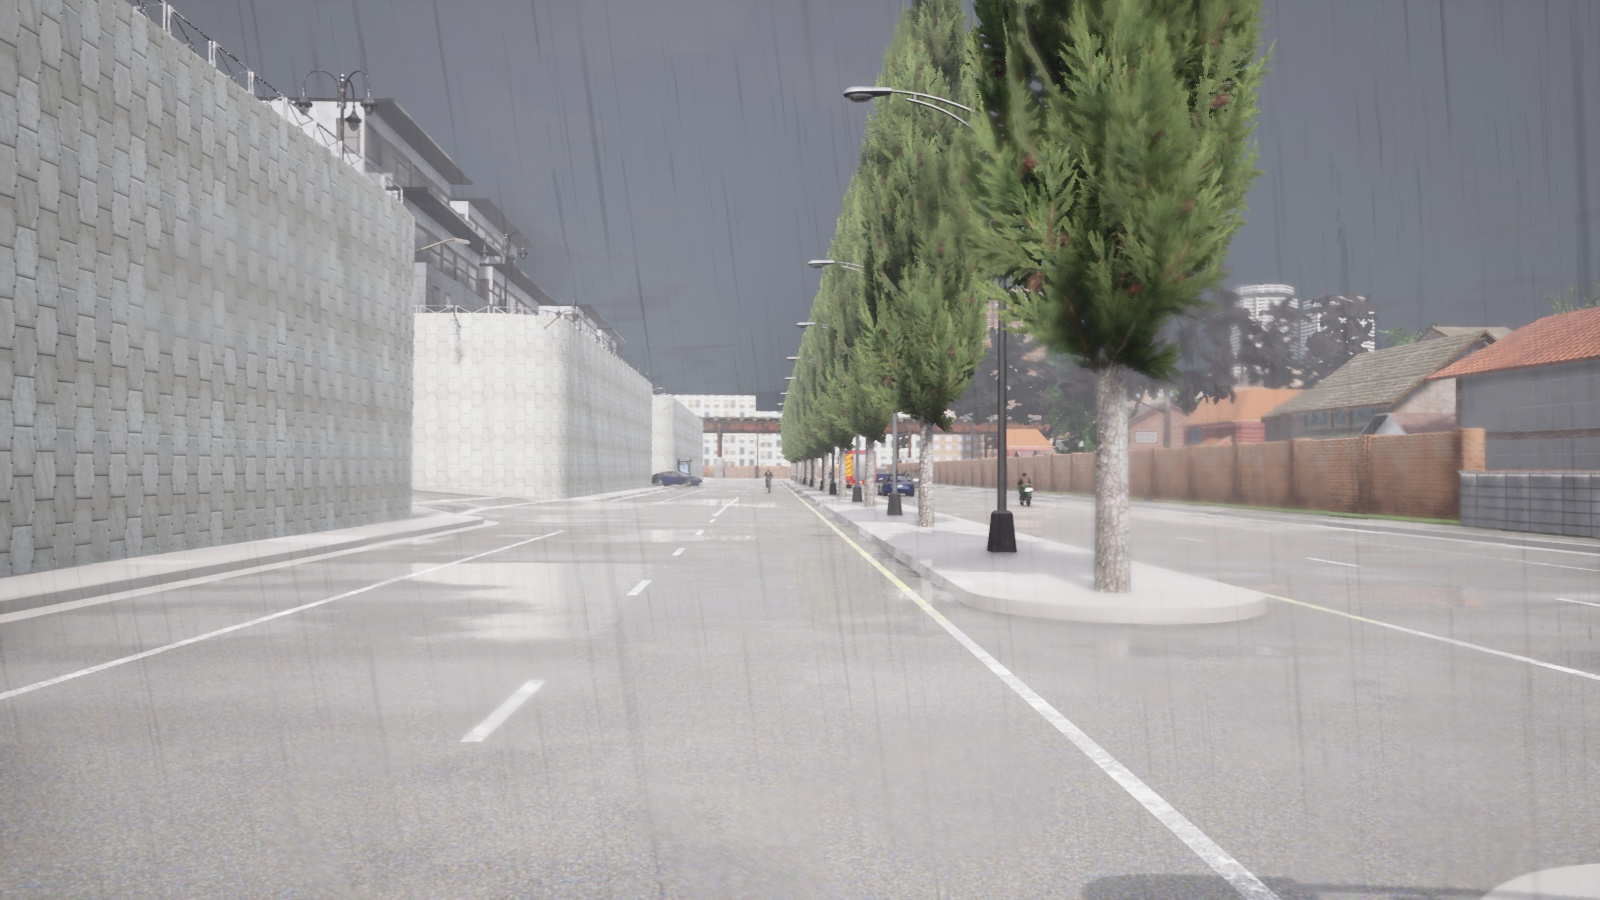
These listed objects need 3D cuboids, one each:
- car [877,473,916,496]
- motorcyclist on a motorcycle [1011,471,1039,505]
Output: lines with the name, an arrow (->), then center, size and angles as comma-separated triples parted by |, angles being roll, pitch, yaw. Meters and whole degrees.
car -> 6.032, 2.157, 78.857 | 1.994, 1.385, 4.181 | 0, -1, -1
motorcyclist on a motorcycle -> 10.112, 1.689, 56.491 | 0.797, 1.523, 2.044 | 0, -1, -1
